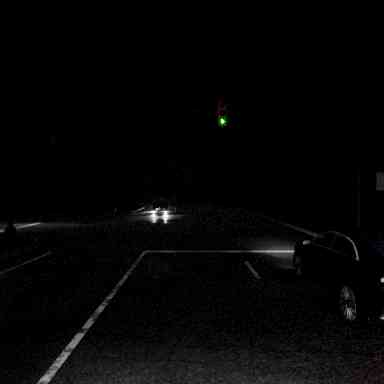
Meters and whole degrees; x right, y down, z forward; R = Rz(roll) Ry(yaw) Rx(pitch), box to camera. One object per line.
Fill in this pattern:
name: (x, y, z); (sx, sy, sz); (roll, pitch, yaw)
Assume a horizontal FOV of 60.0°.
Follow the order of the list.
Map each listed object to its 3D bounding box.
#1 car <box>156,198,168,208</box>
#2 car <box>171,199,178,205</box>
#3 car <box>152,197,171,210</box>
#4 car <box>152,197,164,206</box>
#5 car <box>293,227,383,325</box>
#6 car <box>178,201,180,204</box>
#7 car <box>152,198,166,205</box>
car: (-4.941, 1.750, 53.586); (1.812, 1.442, 4.674); (0, -1, -7)
car: (-5.182, 2.214, 74.163); (1.994, 1.385, 4.181); (0, -1, -19)
car: (-4.124, 1.680, 43.632); (1.895, 1.301, 4.718); (0, -1, -2)
car: (-6.770, 1.840, 65.697); (2.097, 1.767, 4.553); (0, -1, -11)
car: (3.582, 1.492, 7.038); (2.128, 1.511, 4.902); (0, 0, 1)
car: (-4.732, 2.441, 83.504); (1.895, 1.301, 4.718); (0, -1, -22)
car: (-8.359, 2.345, 83.112); (1.882, 1.535, 5.008); (0, -1, -25)
